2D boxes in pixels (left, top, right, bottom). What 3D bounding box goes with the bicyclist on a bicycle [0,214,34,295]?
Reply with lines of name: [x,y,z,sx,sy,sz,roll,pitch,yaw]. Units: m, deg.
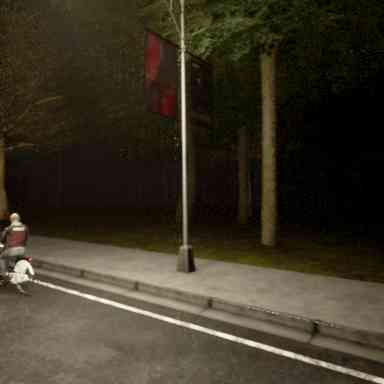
bicyclist on a bicycle: [-4.143,1.372,7.614,1.843,1.776,0.659,0,0,36]
